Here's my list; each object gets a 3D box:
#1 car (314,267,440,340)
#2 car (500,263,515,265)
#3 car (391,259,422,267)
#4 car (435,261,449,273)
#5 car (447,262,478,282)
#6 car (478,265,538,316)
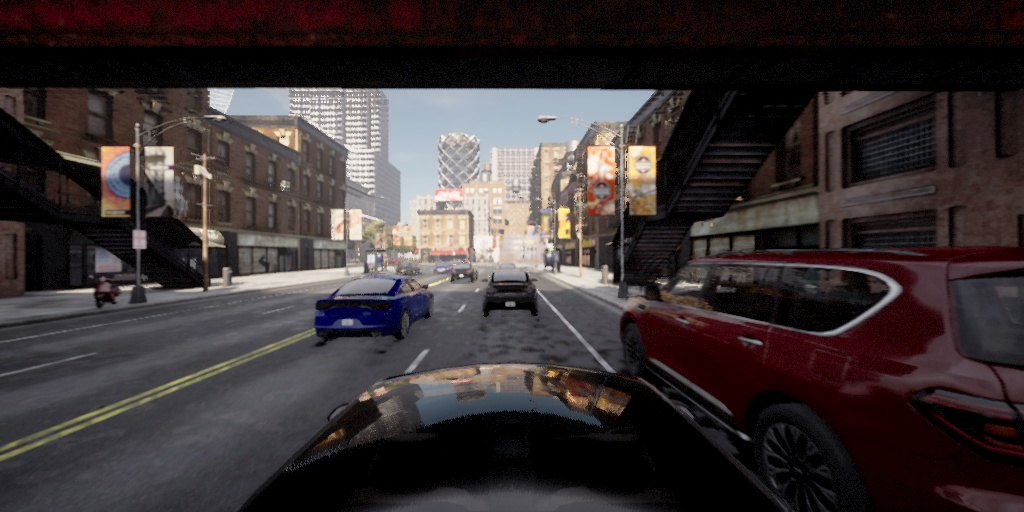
[{"bbox_3d":[-3.544,1.254,10.138,1.882,1.535,5.008,0,0,-1],"label":"car"},{"bbox_3d":[-0.362,1.288,29.431,1.812,1.442,4.674,0,0,-1],"label":"car"},{"bbox_3d":[-11.207,1.342,39.032,1.837,1.490,4.892,0,0,-1],"label":"car"},{"bbox_3d":[-7.742,1.341,41.165,1.812,1.442,4.674,0,0,-1],"label":"car"},{"bbox_3d":[-3.854,1.311,29.367,1.812,1.442,4.674,0,0,-1],"label":"car"},{"bbox_3d":[-0.088,1.259,13.533,1.837,1.490,4.892,0,0,-1],"label":"car"}]
